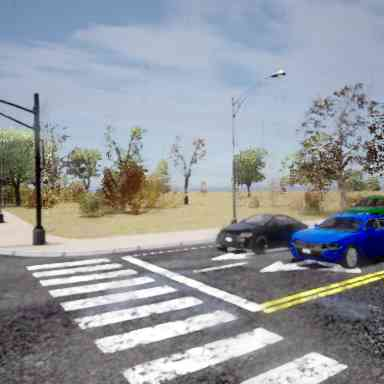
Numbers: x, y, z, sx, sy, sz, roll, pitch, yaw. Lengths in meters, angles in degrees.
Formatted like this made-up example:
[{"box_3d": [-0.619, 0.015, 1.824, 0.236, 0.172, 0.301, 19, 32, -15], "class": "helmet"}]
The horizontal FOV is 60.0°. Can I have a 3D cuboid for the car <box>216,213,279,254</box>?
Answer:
[{"box_3d": [3.023, 1.592, 13.648, 4.181, 1.385, 1.994, 0, 0, -34], "class": "car"}]

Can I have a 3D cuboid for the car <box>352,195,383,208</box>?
[{"box_3d": [10.713, 1.222, 18.966, 5.566, 2.045, 2.150, 0, 0, -34], "class": "car"}]

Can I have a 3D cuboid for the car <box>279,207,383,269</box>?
[{"box_3d": [5.494, 1.495, 11.406, 5.008, 1.535, 1.882, 0, 0, -34], "class": "car"}]
